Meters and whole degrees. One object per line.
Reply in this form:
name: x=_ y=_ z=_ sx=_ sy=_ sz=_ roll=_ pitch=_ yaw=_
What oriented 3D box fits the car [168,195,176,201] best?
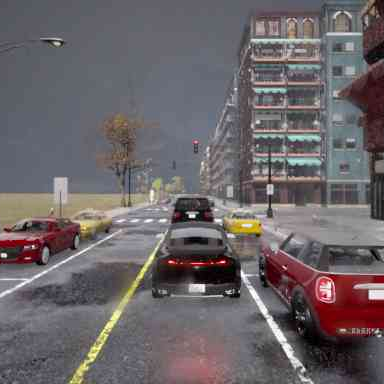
car: x=-5.371 y=1.609 z=89.246 sx=1.802 sy=1.307 sz=4.206 roll=1 pitch=0 yaw=0

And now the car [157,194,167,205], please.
car: x=-5.349 y=1.457 z=60.975 sx=1.967 sy=1.590 sz=4.097 roll=1 pitch=0 yaw=0

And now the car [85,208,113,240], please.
car: x=-5.318 y=1.529 z=17.019 sx=1.752 sy=1.417 sz=4.829 roll=1 pitch=0 yaw=0

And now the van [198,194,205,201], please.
van: x=2.512 y=1.368 z=89.763 sx=1.690 sy=1.788 sz=3.998 roll=1 pitch=0 yaw=0

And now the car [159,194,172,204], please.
car: x=-5.351 y=1.334 z=66.630 sx=2.192 sy=1.841 sz=5.009 roll=1 pitch=0 yaw=0

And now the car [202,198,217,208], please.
car: x=2.538 y=1.565 z=50.136 sx=2.008 sy=1.369 sz=4.403 roll=1 pitch=0 yaw=0

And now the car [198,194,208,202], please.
car: x=2.520 y=1.338 z=78.441 sx=2.192 sy=1.841 sz=5.009 roll=1 pitch=0 yaw=0

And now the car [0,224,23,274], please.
car: x=-5.311 y=1.552 z=6.116 sx=2.008 sy=1.369 sz=4.403 roll=1 pitch=0 yaw=0

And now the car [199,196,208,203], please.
car: x=2.521 y=1.587 z=72.780 sx=1.947 sy=1.339 sz=4.313 roll=1 pitch=0 yaw=0

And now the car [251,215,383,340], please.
car: x=2.571 y=1.442 z=6.532 sx=1.967 sy=1.590 sz=4.097 roll=1 pitch=0 yaw=0

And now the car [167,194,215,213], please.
car: x=0.068 y=1.226 z=18.345 sx=2.150 sy=2.045 sz=5.566 roll=0 pitch=0 yaw=1

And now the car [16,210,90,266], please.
car: x=-5.315 y=1.548 z=11.653 sx=1.887 sy=1.381 sz=4.507 roll=1 pitch=0 yaw=0

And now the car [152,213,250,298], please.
car: x=0.093 y=1.507 z=8.491 sx=1.837 sy=1.490 sz=4.892 roll=0 pitch=0 yaw=0

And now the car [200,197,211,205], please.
car: x=2.529 y=1.599 z=61.458 sx=1.802 sy=1.307 sz=4.206 roll=1 pitch=0 yaw=0

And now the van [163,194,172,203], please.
van: x=-5.356 y=1.362 z=72.284 sx=1.690 sy=1.788 sz=3.998 roll=1 pitch=0 yaw=0

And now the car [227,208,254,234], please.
car: x=2.561 y=1.530 z=17.791 sx=1.752 sy=1.417 sz=4.829 roll=1 pitch=0 yaw=0
